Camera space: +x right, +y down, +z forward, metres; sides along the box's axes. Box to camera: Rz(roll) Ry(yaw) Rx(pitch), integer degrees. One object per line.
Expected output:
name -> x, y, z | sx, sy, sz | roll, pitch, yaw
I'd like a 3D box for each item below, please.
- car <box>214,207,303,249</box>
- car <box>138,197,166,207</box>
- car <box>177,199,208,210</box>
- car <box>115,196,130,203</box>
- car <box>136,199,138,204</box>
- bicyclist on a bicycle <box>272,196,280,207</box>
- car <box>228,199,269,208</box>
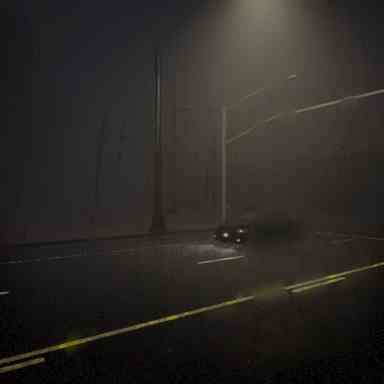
car -> 3.004, 1.564, 14.702 | 4.181, 1.385, 1.994 | 0, 0, -35
car -> -5.821, 1.478, 50.833 | 1.882, 1.535, 5.008 | 0, 0, -35
car -> 0.045, 1.601, 42.607 | 1.895, 1.301, 4.718 | 0, 0, -36
car -> -14.451, 1.468, 69.080 | 1.812, 1.442, 4.674 | 0, 0, -36
car -> -8.638, 1.564, 61.031 | 1.994, 1.385, 4.181 | 0, 0, -35
bicyclist on a bicycle -> 11.471, 1.303, 45.507 | 1.656, 1.620, 0.582 | 0, 0, -36
car -> 5.830, 1.491, 34.508 | 2.128, 1.511, 4.902 | 0, 0, -36
